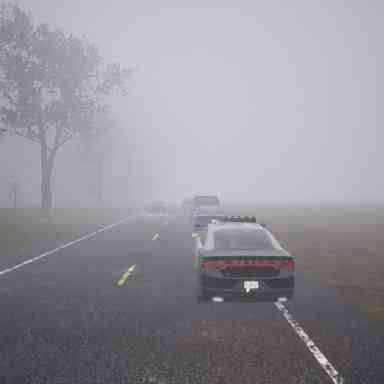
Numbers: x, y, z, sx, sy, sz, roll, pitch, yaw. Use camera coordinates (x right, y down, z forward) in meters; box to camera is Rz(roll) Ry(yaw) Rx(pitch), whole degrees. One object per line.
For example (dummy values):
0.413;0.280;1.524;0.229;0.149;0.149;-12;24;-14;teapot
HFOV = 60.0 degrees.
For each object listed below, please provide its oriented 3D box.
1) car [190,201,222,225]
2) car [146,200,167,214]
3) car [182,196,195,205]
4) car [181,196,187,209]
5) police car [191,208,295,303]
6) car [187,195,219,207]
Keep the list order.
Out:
0.978;1.482;18.319;1.882;1.535;5.008;0;0;0;car
-3.763;1.582;35.992;1.994;1.385;4.181;0;0;-1;car
-0.645;1.534;58.877;2.128;1.511;4.902;0;0;-1;car
-0.373;1.379;45.827;2.097;1.767;4.553;0;0;0;car
1.033;1.426;8.419;1.930;1.638;5.238;0;0;0;police car
0.929;1.232;24.355;2.150;2.045;5.566;0;0;-1;car
